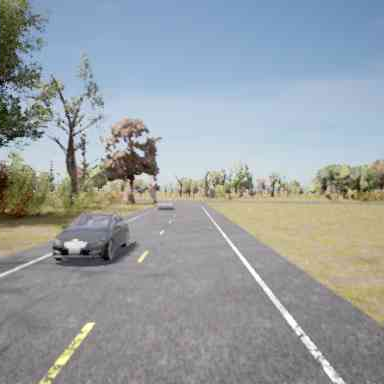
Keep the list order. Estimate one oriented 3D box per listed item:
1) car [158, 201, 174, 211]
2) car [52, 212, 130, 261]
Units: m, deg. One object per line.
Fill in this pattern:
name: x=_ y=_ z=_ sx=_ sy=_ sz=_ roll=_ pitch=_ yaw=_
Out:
car: x=-3.565 y=1.825 z=45.215 sx=1.895 sy=1.301 sz=4.718 roll=0 pitch=0 yaw=0
car: x=-3.596 y=1.558 z=12.634 sx=2.128 sy=1.511 sz=4.902 roll=0 pitch=0 yaw=0
